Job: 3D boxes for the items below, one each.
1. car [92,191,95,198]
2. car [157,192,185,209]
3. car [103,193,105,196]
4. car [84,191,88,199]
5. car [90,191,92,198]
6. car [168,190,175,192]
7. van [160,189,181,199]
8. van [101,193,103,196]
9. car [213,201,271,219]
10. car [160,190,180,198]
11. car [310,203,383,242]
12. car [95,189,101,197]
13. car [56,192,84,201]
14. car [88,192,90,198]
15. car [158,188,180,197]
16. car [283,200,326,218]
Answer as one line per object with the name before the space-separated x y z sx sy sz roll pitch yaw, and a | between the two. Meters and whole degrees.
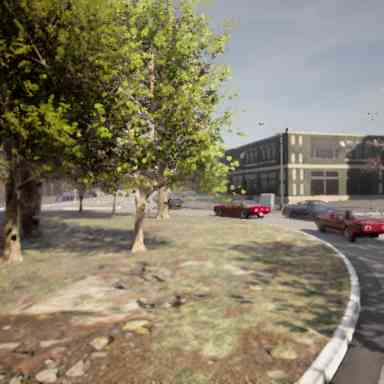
car | -25.201 0.774 75.428 4.892 1.521 2.231 -1 1 -6
car | -2.650 1.160 39.165 2.128 1.511 4.902 -1 1 -25
car | -26.675 0.489 89.133 5.008 1.535 2.097 -1 1 -6
car | -24.314 0.926 67.202 5.008 1.535 2.097 -1 1 -6
car | -24.869 0.700 72.684 4.553 1.767 2.185 -1 1 -6
car | -3.810 0.812 64.776 4.792 1.488 2.163 -1 1 -6
van | -4.785 0.423 73.057 4.442 1.987 1.878 -1 1 -6
van | -26.261 0.318 86.400 4.442 1.987 1.878 -1 1 -6
car | 3.744 1.329 25.968 1.895 1.301 4.718 -1 1 -36
car | -5.215 0.411 78.479 4.553 1.767 2.185 -1 1 -6
car | 7.321 1.391 15.098 1.895 1.301 4.718 -1 1 -1
car | -25.815 0.408 80.902 5.566 2.045 2.435 -1 1 -6
car | -23.983 0.846 64.457 4.553 1.767 2.185 -1 1 -6
car | -24.601 0.916 69.943 4.674 1.452 2.002 -1 1 -6
car | -6.104 0.108 86.763 5.566 2.045 2.435 -1 1 -6
car | 8.413 1.248 23.871 1.994 1.385 4.181 -1 0 -21
